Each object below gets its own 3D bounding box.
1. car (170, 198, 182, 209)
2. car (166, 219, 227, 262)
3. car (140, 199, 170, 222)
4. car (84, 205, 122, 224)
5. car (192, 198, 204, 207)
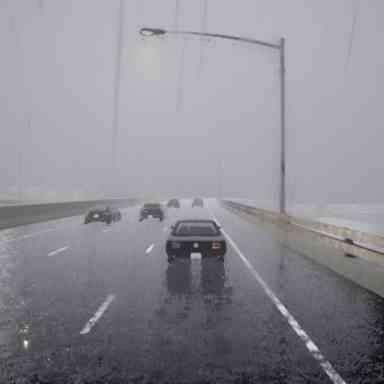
[{"bbox_3d":[-2.667,1.737,50.305,1.837,1.490,4.892,0,0,2],"label":"car"},{"bbox_3d":[0.143,1.649,12.266,1.895,1.301,4.718,0,0,0],"label":"car"},{"bbox_3d":[-3.171,1.619,27.908,1.837,1.490,4.892,0,0,1],"label":"car"},{"bbox_3d":[-6.711,1.664,25.429,1.994,1.385,4.181,0,0,1],"label":"car"},{"bbox_3d":[1.040,1.750,56.997,1.882,1.535,5.008,0,0,2],"label":"car"}]
